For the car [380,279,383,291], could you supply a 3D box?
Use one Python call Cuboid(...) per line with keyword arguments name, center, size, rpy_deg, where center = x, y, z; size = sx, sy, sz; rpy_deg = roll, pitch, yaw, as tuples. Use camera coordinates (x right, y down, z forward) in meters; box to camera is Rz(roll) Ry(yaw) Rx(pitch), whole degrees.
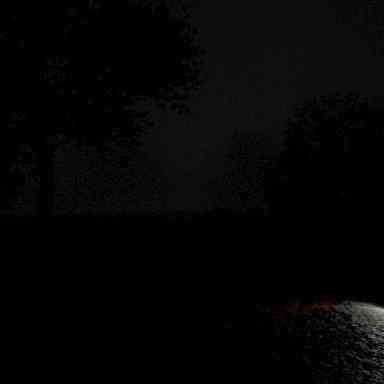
Cuboid(name="car", center=(6.523, 1.607, 7.740), size=(5.357, 1.411, 2.033), rpy_deg=(1, 0, -36))
